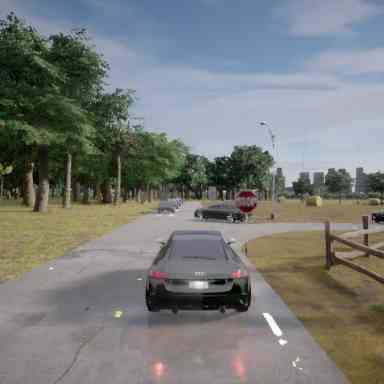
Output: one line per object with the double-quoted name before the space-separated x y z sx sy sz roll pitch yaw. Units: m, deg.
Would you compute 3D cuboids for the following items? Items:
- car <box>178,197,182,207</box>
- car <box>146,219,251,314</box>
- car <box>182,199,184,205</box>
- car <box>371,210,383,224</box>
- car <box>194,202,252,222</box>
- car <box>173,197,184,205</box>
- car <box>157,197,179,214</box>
"car" -2.833 1.680 47.438 1.812 1.442 4.674 0 0 0
"car" 0.106 1.572 7.740 1.994 1.385 4.181 0 0 0
"car" -2.833 1.757 57.479 1.812 1.442 4.674 0 0 1
"car" 15.640 1.576 24.003 5.008 1.535 1.882 0 -2 0
"car" 2.400 1.607 26.809 4.892 1.490 1.837 3 4 39
"car" -2.745 1.823 69.396 2.128 1.511 4.902 0 -1 0
"car" -2.821 1.640 37.700 2.033 1.411 5.357 0 0 -1
